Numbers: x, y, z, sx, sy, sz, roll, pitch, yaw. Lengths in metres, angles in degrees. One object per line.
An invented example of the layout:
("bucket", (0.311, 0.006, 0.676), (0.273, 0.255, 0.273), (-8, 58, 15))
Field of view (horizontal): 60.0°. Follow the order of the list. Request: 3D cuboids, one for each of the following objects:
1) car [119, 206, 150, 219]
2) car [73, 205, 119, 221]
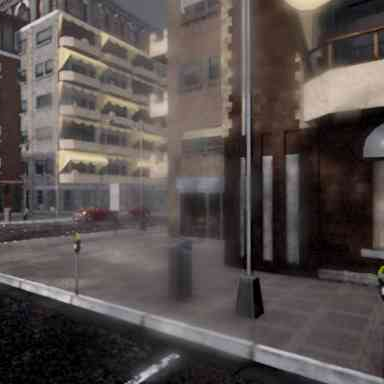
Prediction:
("car", (-6.417, 2.243, 37.312), (1.802, 1.307, 4.206), (-1, -2, 35))
("car", (-9.645, 2.000, 32.649), (1.967, 1.590, 4.097), (-1, -2, 35))
